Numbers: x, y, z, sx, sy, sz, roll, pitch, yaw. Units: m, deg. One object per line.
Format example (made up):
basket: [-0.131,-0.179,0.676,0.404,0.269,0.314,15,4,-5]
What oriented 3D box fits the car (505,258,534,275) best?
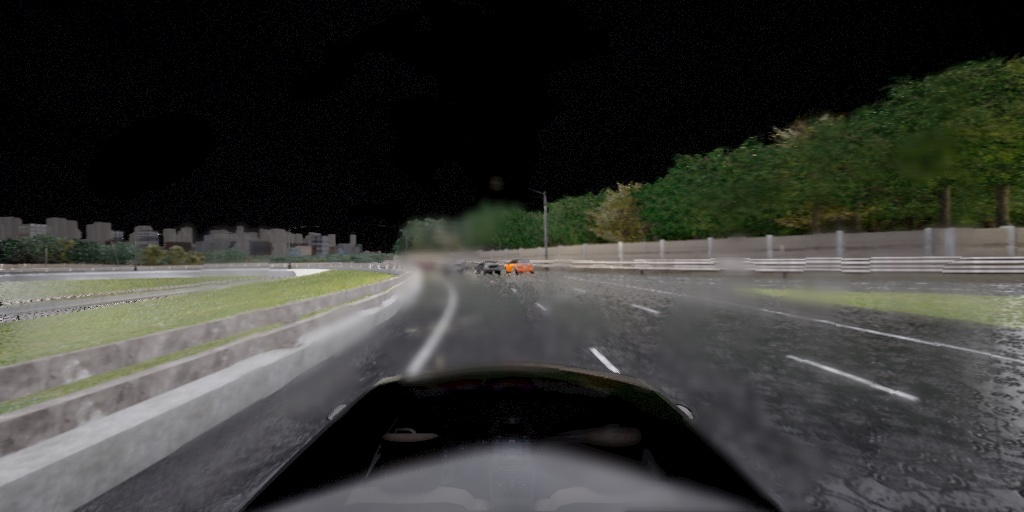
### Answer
car: [0.650,1.095,38.926,2.097,1.767,4.553,-1,0,-19]

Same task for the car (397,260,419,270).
car: [-17.645,1.486,59.667,2.097,1.767,4.553,-1,0,-34]

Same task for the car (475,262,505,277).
car: [-2.595,1.319,37.659,1.837,1.490,4.892,-1,1,-19]

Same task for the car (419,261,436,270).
car: [-14.819,1.553,61.817,1.882,1.535,5.008,-1,0,-35]

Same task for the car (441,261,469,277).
car: [-6.228,1.382,37.419,2.128,1.511,4.902,-1,0,-20]
